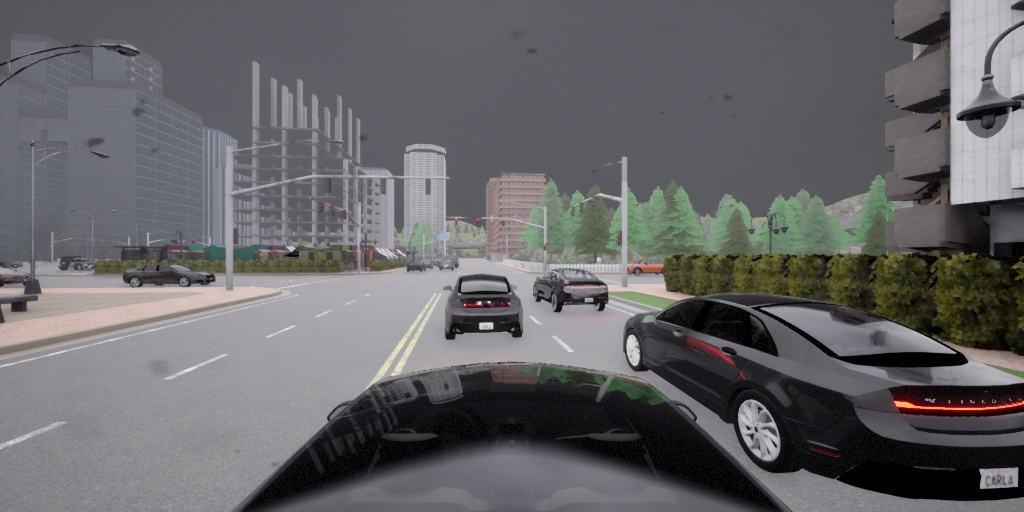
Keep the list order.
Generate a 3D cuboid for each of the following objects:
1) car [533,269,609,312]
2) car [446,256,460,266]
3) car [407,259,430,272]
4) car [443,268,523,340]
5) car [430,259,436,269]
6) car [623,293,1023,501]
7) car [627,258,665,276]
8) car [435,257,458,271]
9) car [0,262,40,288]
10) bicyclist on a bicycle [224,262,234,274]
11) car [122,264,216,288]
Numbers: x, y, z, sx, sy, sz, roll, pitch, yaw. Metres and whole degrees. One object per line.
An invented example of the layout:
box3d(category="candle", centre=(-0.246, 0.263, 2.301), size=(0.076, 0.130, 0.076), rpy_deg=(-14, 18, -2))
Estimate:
box3d(category="car", centre=(2.140, 1.242, 14.205), size=(2.128, 1.511, 4.902), rpy_deg=(0, 0, -9))
box3d(category="car", centre=(-10.153, 0.971, 59.864), size=(2.150, 2.045, 5.566), rpy_deg=(0, 0, -6))
box3d(category="car", centre=(-12.195, 1.351, 46.078), size=(1.895, 1.301, 4.718), rpy_deg=(0, 0, -4))
box3d(category="car", centre=(-0.857, 1.255, 10.090), size=(1.837, 1.490, 4.892), rpy_deg=(0, 0, -7))
box3d(category="car", centre=(-13.169, 1.255, 55.317), size=(1.837, 1.490, 4.892), rpy_deg=(0, 0, -6))
box3d(category="car", centre=(3.113, 1.255, 4.844), size=(1.837, 1.490, 4.892), rpy_deg=(0, 0, -4))
box3d(category="car", centre=(14.058, 1.102, 37.499), size=(4.553, 1.767, 2.097), rpy_deg=(0, 0, -5))
box3d(category="car", centre=(-9.059, 1.242, 50.064), size=(2.128, 1.511, 4.902), rpy_deg=(0, 0, -6))
box3d(category="car", centre=(-33.104, 1.276, 22.606), size=(4.674, 1.442, 1.812), rpy_deg=(0, 0, -5))
box3d(category="bicyclist on a bicycle", centre=(-29.516, 1.011, 37.408), size=(0.582, 1.620, 1.656), rpy_deg=(0, 5, -5))
box3d(category="car", centre=(-22.378, 1.255, 23.549), size=(4.892, 1.490, 1.837), rpy_deg=(0, 0, -5))
